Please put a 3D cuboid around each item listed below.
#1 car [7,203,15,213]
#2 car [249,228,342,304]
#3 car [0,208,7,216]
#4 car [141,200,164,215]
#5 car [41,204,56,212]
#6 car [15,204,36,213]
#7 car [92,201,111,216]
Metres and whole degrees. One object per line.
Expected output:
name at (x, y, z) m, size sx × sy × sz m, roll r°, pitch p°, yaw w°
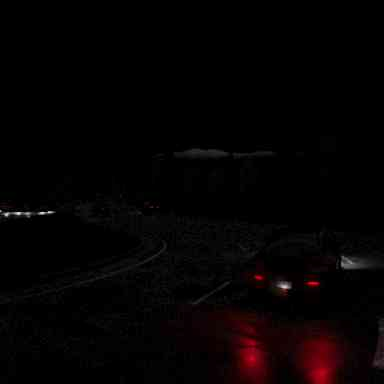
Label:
car at (-32.833, 2.731, 58.786) m, size 2.097 × 1.767 × 4.553 m, roll 0°, pitch -1°, yaw -13°
car at (2.763, 1.657, 8.554) m, size 1.812 × 1.442 × 4.674 m, roll 0°, pitch -1°, yaw 25°
car at (-26.241, 2.521, 42.773) m, size 2.128 × 1.511 × 4.902 m, roll 0°, pitch -1°, yaw -8°
car at (-5.542, 2.118, 46.741) m, size 2.150 × 2.045 × 5.566 m, roll 0°, pitch -1°, yaw -21°
car at (-26.034, 2.907, 60.454) m, size 1.994 × 1.385 × 4.181 m, roll 0°, pitch -1°, yaw -13°
car at (-29.357, 2.880, 59.275) m, size 1.812 × 1.442 × 4.674 m, roll 0°, pitch -1°, yaw -13°
car at (-12.297, 2.279, 44.864) m, size 2.097 × 1.767 × 4.553 m, roll 0°, pitch -1°, yaw -21°
